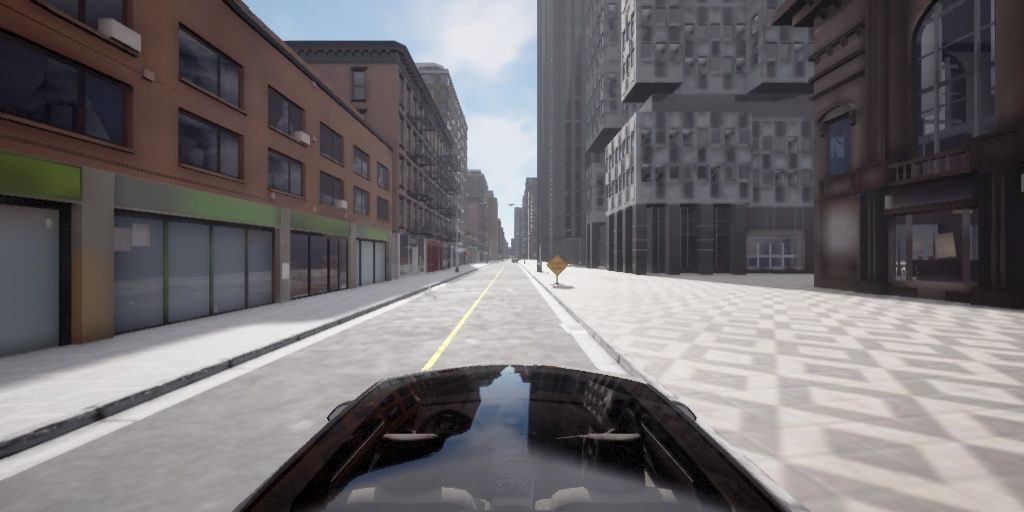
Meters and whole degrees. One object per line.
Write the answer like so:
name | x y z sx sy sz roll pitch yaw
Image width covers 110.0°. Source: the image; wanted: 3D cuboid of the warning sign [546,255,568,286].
warning sign | 2.718 0.850 21.547 1.300 1.860 1.060 0 0 0
